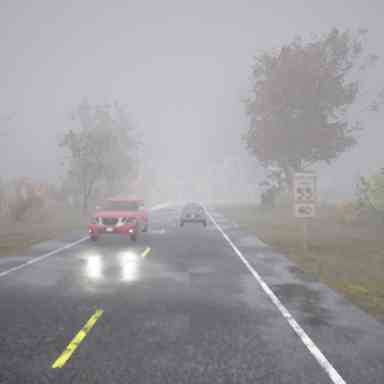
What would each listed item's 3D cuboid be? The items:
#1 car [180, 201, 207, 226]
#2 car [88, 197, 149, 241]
[{"bbox_3d":[0.090,1.638,24.387,2.033,1.411,5.357,0,0,0],"label":"car"},{"bbox_3d":[-3.583,1.279,17.259,2.150,2.045,5.566,0,0,0],"label":"car"}]
